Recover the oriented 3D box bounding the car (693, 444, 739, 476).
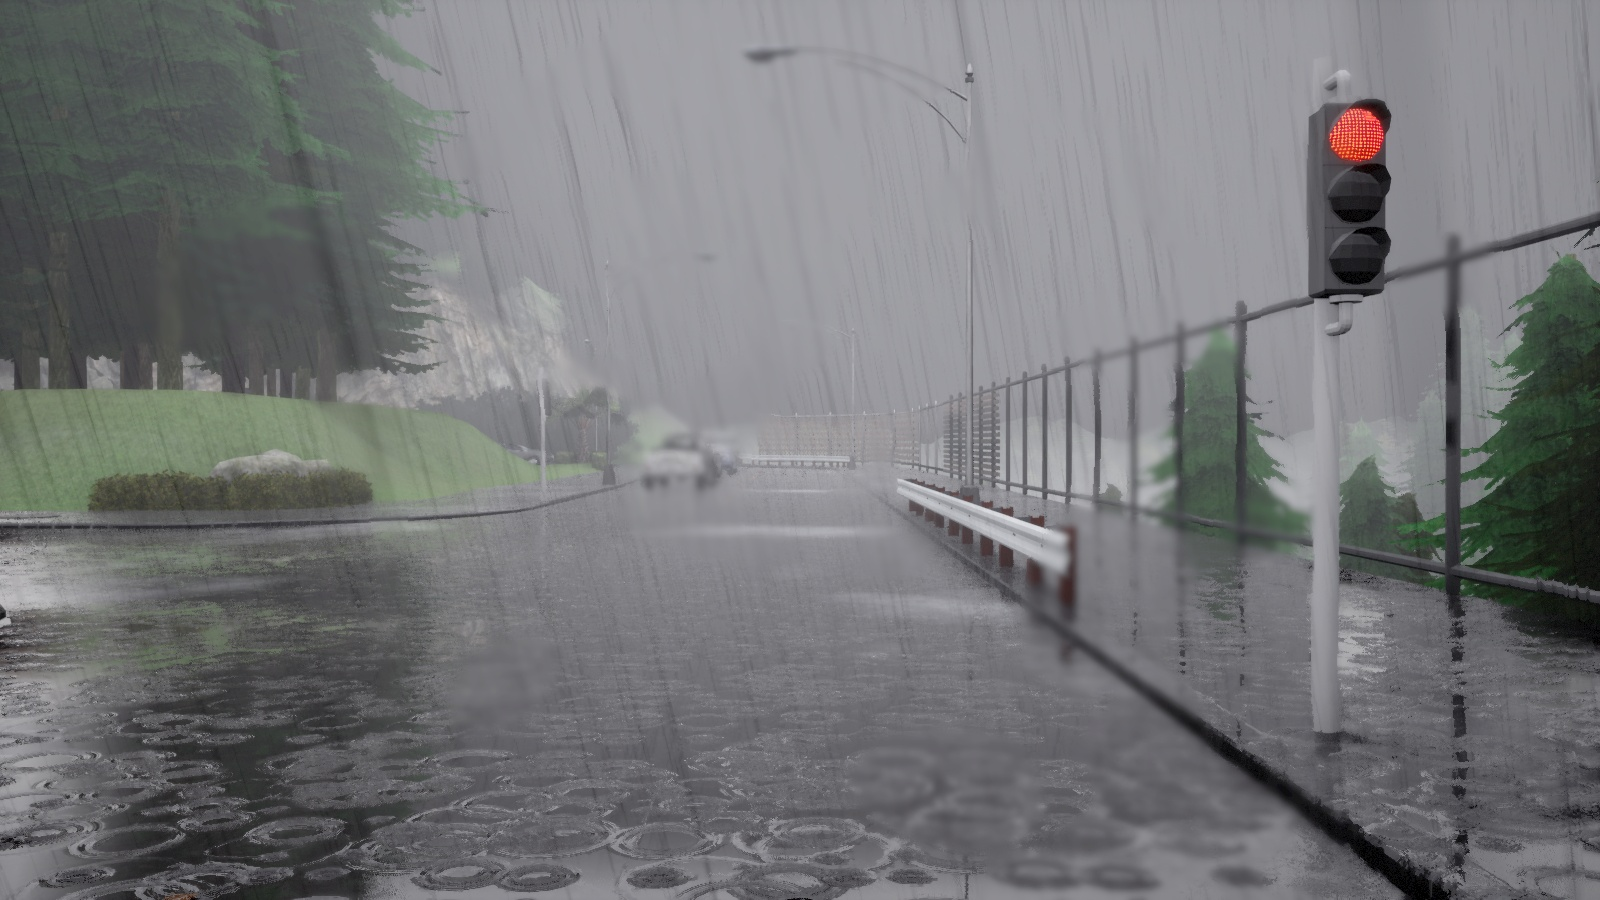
[{"bbox_3d":[-3.869,0.439,58.518,1.812,1.442,4.674,0,0,0],"label":"car"}]

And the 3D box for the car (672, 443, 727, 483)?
[{"bbox_3d":[-3.912,0.478,49.425,1.845,1.501,3.633,0,0,0],"label":"car"}]

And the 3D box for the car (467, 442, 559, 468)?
[{"bbox_3d":[-16.754,0.274,73.457,4.902,1.511,2.128,0,0,0],"label":"car"}]

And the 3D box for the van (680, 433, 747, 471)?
[{"bbox_3d":[-4.762,0.108,68.758,1.775,1.987,4.442,0,0,-32],"label":"van"}]

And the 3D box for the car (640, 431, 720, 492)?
[{"bbox_3d":[-3.834,0.330,40.803,1.932,1.855,4.605,0,0,3],"label":"car"}]
